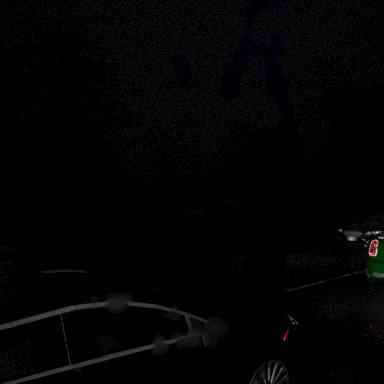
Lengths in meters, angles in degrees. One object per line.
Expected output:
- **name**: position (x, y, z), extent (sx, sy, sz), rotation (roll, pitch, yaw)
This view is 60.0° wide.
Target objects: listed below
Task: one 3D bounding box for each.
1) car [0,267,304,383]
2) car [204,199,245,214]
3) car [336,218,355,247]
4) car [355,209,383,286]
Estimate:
- **car**: position (-0.998, 1.491, 3.014), extent (4.902, 1.511, 2.128), rotation (0, 0, -36)
- **car**: position (3.418, 1.490, 35.776), extent (1.882, 1.535, 5.008), rotation (0, 0, -41)
- **car**: position (7.996, 1.491, 13.920), extent (4.902, 1.511, 2.128), rotation (0, 0, -35)
- **car**: position (6.320, 1.352, 8.204), extent (4.553, 1.767, 2.097), rotation (0, 0, -35)
